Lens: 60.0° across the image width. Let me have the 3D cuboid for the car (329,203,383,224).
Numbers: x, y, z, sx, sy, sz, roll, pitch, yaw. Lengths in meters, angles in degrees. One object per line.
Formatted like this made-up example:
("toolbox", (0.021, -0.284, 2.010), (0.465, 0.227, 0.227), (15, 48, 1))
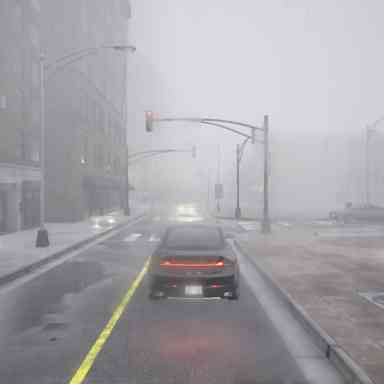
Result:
("car", (12.061, 1.512, 23.748), (4.181, 1.385, 1.994), (0, 0, 0))

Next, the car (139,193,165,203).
("car", (-8.402, 1.286, 70.028), (5.566, 2.045, 2.150), (0, 0, 9))

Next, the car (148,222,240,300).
("car", (0.058, 1.504, 8.358), (1.837, 1.490, 4.892), (0, 0, 1))
